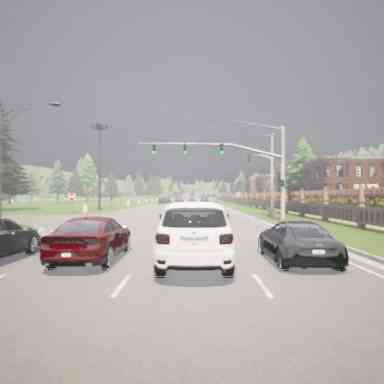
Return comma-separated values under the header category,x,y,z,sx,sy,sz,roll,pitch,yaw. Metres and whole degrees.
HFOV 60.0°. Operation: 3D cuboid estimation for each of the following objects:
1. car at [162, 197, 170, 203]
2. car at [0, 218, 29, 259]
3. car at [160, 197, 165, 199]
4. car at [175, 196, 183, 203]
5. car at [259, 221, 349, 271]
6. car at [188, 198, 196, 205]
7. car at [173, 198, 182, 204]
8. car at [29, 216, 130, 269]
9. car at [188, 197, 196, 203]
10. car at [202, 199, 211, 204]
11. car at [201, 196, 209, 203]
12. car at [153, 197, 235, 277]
category,x,y,z,sx,sy,sz,roll,pitch,yaw
car,-7.028,2.164,91.104,1.837,1.490,4.892,0,-1,0
car,-6.929,1.608,11.225,1.837,1.490,4.892,0,-1,0
car,-7.025,2.088,81.071,2.097,1.767,4.553,0,-1,0
car,-3.528,2.019,91.076,2.097,1.767,4.553,0,-1,0
car,3.571,1.669,11.341,1.994,1.385,4.181,0,0,0
car,-0.025,2.269,80.684,2.033,1.411,5.357,0,-1,0
car,-3.525,2.257,81.100,1.812,1.442,4.674,0,-1,0
car,-3.427,1.584,11.564,1.882,1.535,5.008,0,0,0
car,-0.028,2.204,91.105,2.033,1.411,5.357,0,-1,0
car,3.475,2.329,81.132,1.895,1.301,4.718,0,-1,0
car,3.472,2.020,91.078,2.097,1.767,4.553,0,-1,0
car,0.072,1.323,10.689,2.150,2.045,5.566,0,0,0
